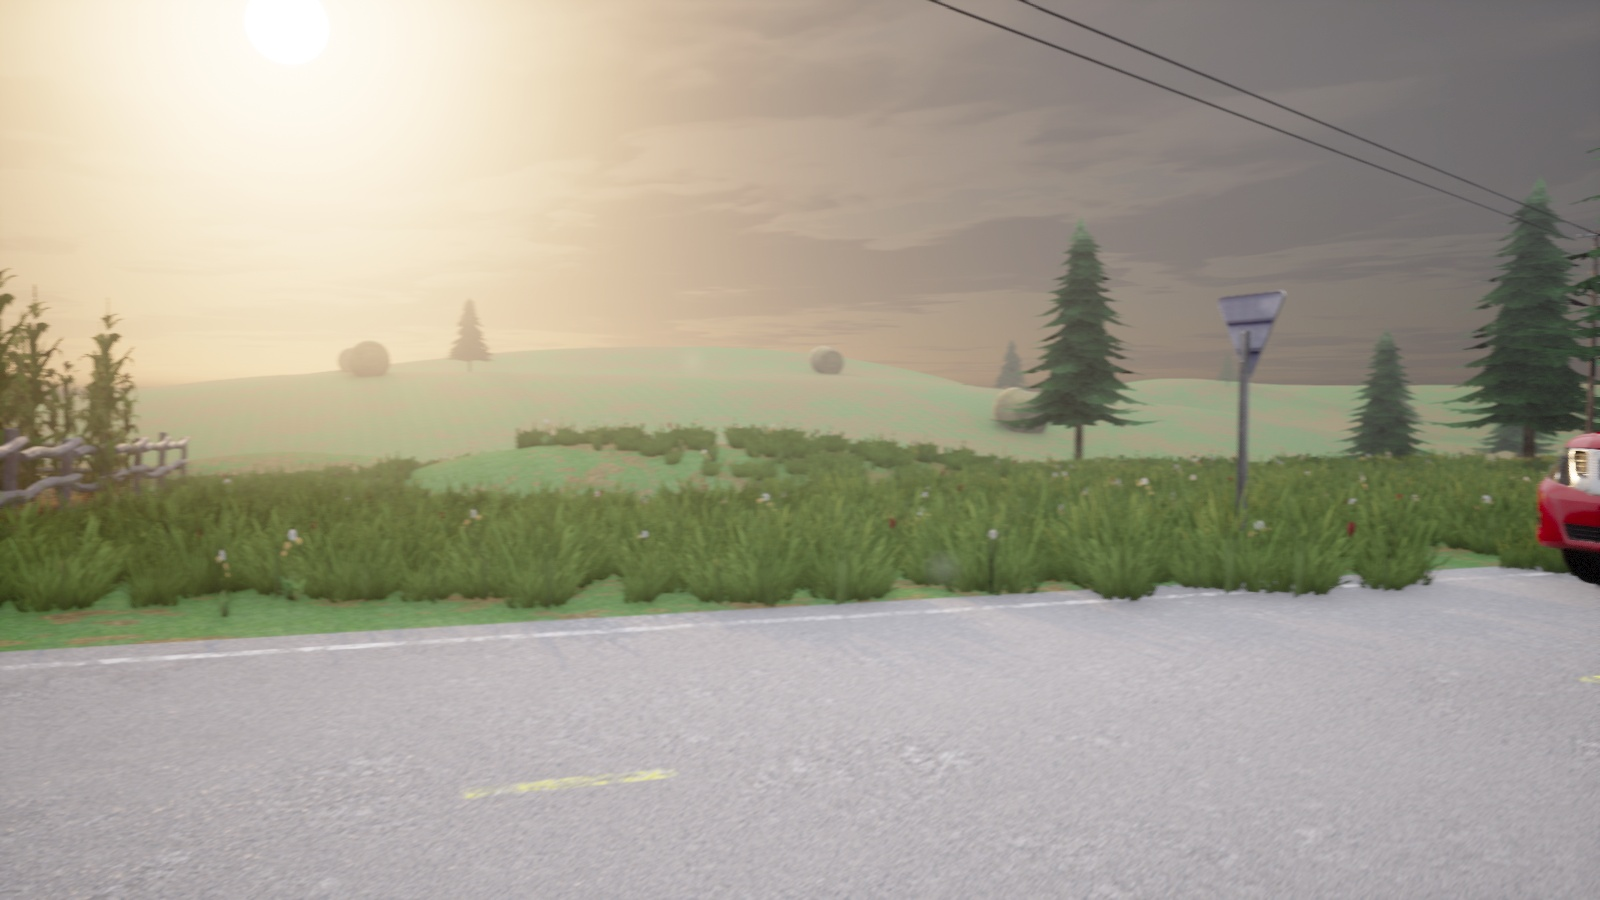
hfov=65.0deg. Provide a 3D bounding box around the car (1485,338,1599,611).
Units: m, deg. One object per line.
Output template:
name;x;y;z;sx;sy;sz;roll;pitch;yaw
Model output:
car;8.637;0.171;10.341;5.566;2.045;2.150;0;3;-22
